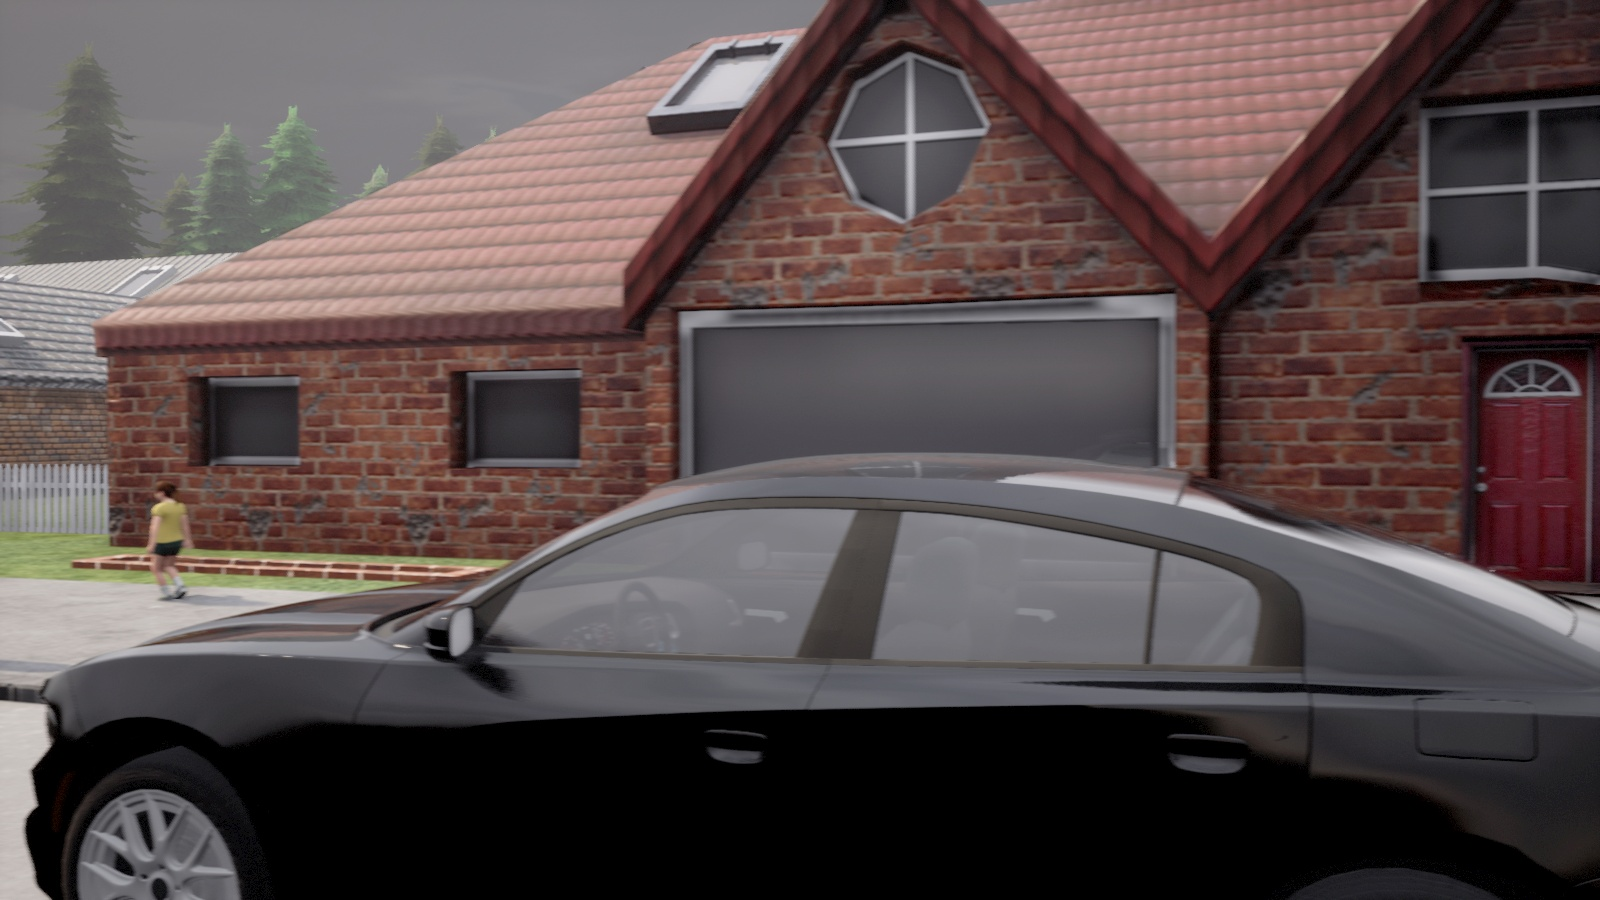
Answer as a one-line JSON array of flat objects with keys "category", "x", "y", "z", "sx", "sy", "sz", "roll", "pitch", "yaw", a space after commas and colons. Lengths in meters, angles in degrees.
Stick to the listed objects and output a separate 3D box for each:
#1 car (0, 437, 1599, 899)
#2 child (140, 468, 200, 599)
[{"category": "car", "x": 0.064, "y": 0.745, "z": 3.684, "sx": 5.008, "sy": 1.535, "sz": 1.882, "roll": 1, "pitch": 1, "yaw": 19}, {"category": "child", "x": -5.506, "y": 0.720, "z": 10.977, "sx": 0.394, "sy": 1.110, "sz": 0.255, "roll": 1, "pitch": 1, "yaw": 19}]
